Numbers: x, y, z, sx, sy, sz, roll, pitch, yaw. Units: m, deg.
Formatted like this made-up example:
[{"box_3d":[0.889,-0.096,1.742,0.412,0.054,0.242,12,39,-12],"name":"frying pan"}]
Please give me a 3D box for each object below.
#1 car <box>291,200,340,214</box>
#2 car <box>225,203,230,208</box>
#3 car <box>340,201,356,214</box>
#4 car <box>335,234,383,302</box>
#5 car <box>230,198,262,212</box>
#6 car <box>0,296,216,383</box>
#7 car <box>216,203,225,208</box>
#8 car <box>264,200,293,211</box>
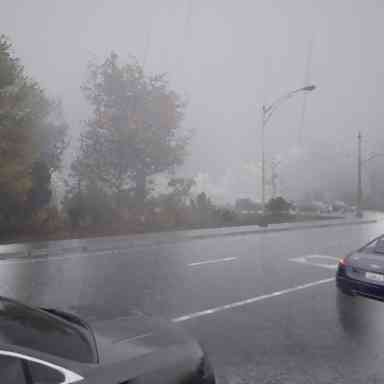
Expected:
[{"box_3d":[13.534,1.741,37.550,2.128,1.511,4.902,0,-2,-32],"name":"car"},{"box_3d":[6.445,2.564,55.367,2.128,1.511,4.902,0,-3,-32],"name":"car"},{"box_3d":[16.713,1.741,39.052,2.128,1.511,4.902,0,-2,-34],"name":"car"},{"box_3d":[5.112,1.574,7.402,4.181,1.385,1.994,0,0,-34],"name":"car"},{"box_3d":[8.235,1.831,45.953,2.150,2.045,5.566,0,-3,-32],"name":"car"},{"box_3d":[-2.033,1.505,2.297,4.892,1.490,1.837,0,0,-36],"name":"car"},{"box_3d":[2.792,2.480,54.602,2.097,1.767,4.553,0,-3,-32],"name":"car"},{"box_3d":[14.512,2.253,56.049,2.097,1.767,4.553,0,-3,-32],"name":"car"}]
